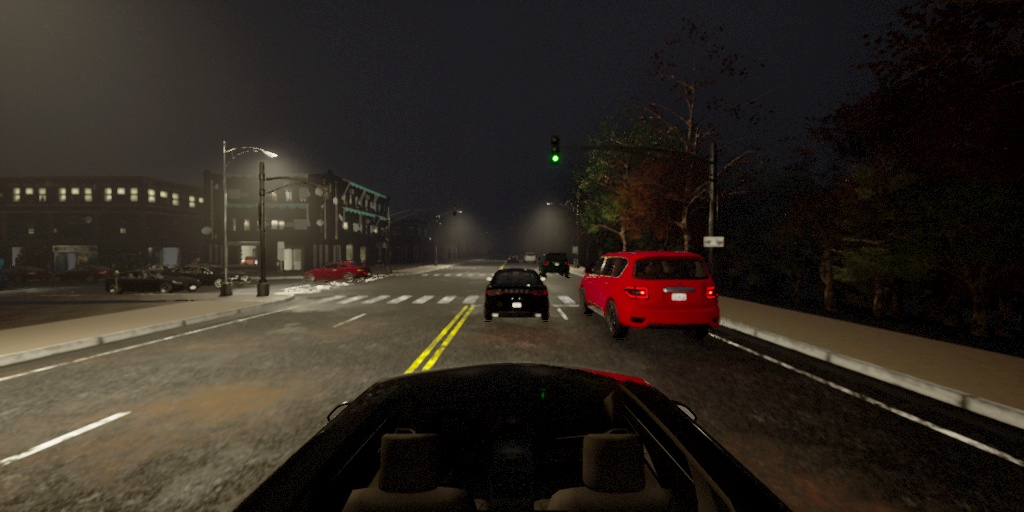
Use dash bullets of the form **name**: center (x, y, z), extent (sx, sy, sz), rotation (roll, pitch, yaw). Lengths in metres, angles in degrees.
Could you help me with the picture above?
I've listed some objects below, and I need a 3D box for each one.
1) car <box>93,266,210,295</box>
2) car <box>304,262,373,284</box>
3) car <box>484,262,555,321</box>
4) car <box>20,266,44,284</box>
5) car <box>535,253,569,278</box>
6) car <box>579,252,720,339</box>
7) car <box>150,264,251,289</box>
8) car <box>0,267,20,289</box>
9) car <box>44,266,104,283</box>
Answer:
- **car**: center (-19.880, 1.409, 19.925), extent (4.313, 1.339, 1.948), rotation (0, 0, 0)
- **car**: center (-12.381, 1.159, 25.591), extent (4.674, 1.442, 1.812), rotation (-1, 0, 7)
- **car**: center (0.139, 1.139, 12.032), extent (1.882, 1.535, 5.008), rotation (0, 0, 0)
- **car**: center (-39.250, 1.486, 28.526), extent (4.207, 1.307, 1.802), rotation (0, 0, 0)
- **car**: center (3.458, 0.726, 30.225), extent (2.150, 2.045, 5.566), rotation (0, 1, 0)
- **car**: center (3.390, 0.902, 9.982), extent (2.150, 2.045, 5.566), rotation (0, 1, 0)
- **car**: center (-19.261, 1.290, 22.597), extent (4.892, 1.490, 1.837), rotation (0, 1, -1)
- **car**: center (-35.152, 1.442, 22.706), extent (5.008, 1.535, 1.882), rotation (-1, 1, 0)
- **car**: center (-33.716, 1.424, 28.497), extent (4.207, 1.307, 1.802), rotation (0, 0, 0)
